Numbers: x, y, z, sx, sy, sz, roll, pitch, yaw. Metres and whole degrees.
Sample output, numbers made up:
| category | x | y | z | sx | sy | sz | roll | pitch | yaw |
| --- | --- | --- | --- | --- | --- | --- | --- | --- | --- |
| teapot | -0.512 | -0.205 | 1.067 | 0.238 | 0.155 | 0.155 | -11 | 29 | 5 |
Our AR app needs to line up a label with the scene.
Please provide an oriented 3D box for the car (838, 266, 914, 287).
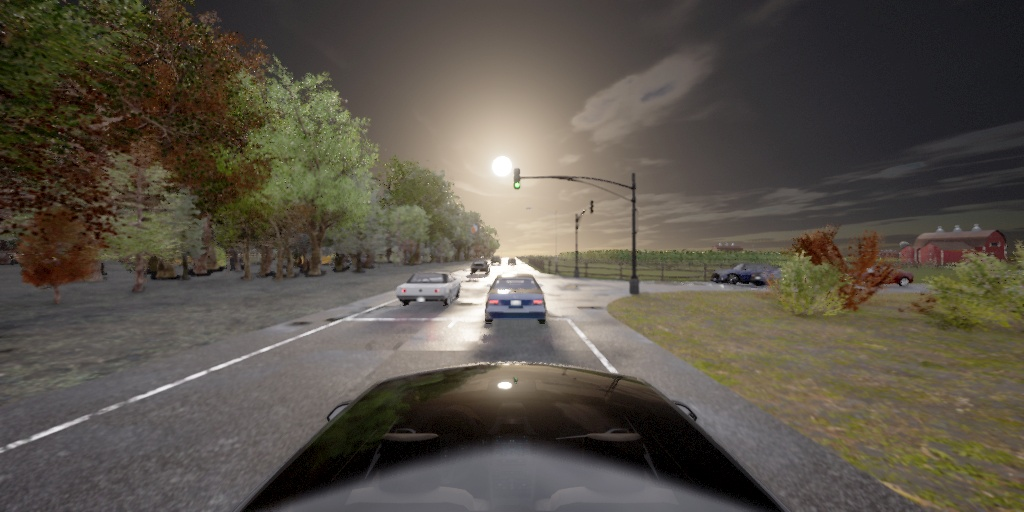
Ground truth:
| category | x | y | z | sx | sy | sz | roll | pitch | yaw |
| --- | --- | --- | --- | --- | --- | --- | --- | --- | --- |
| car | 28.116 | 1.554 | 27.941 | 5.008 | 1.535 | 1.882 | 1 | -1 | 0 |

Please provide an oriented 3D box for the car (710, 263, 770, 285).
| category | x | y | z | sx | sy | sz | roll | pitch | yaw |
| --- | --- | --- | --- | --- | --- | --- | --- | --- | --- |
| car | 18.084 | 1.318 | 28.014 | 4.553 | 1.767 | 2.097 | 1 | -1 | 1 |

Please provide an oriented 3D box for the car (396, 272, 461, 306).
| category | x | y | z | sx | sy | sz | roll | pitch | yaw |
| --- | --- | --- | --- | --- | --- | --- | --- | --- | --- |
| car | -3.398 | 1.334 | 15.623 | 1.895 | 1.301 | 4.718 | 0 | 0 | 0 |

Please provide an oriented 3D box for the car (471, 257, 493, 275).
| category | x | y | z | sx | sy | sz | roll | pitch | yaw |
| --- | --- | --- | --- | --- | --- | --- | --- | --- | --- |
| car | -3.398 | 1.205 | 39.206 | 1.837 | 1.490 | 4.892 | 0 | 0 | 0 |

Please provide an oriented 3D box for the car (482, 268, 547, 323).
| category | x | y | z | sx | sy | sz | roll | pitch | yaw |
| --- | --- | --- | --- | --- | --- | --- | --- | --- | --- |
| car | 0.099 | 1.285 | 12.005 | 2.033 | 1.411 | 5.357 | 0 | 0 | 0 |

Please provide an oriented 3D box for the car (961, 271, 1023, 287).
| category | x | y | z | sx | sy | sz | roll | pitch | yaw |
| --- | --- | --- | --- | --- | --- | --- | --- | --- | --- |
| car | 38.259 | 1.789 | 27.892 | 4.718 | 1.301 | 1.895 | 1 | -1 | 1 |

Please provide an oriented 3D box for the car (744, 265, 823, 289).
| category | x | y | z | sx | sy | sz | roll | pitch | yaw |
| --- | --- | --- | --- | --- | --- | --- | --- | --- | --- |
| car | 18.663 | 1.479 | 24.295 | 4.181 | 1.385 | 1.994 | 1 | -1 | 1 |
